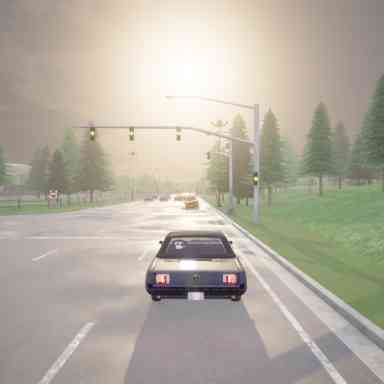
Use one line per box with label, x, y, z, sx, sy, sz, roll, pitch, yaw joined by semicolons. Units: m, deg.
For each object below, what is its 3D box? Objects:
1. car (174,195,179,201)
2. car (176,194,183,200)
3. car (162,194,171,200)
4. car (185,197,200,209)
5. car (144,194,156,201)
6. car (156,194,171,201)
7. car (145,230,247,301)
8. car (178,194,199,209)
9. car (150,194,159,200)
car;-3.343;1.545;80.967;1.994;1.385;4.181;0;0;0
car;-3.324;1.357;90.971;1.812;1.442;4.674;0;0;0
car;-6.824;1.372;90.977;2.033;1.411;5.357;0;0;0
car;0.092;1.591;49.921;2.033;1.411;5.357;0;2;0
car;-10.344;1.531;80.564;2.033;1.411;5.357;0;0;0
car;-6.844;1.531;80.557;2.033;1.411;5.357;0;0;0
car;0.095;1.601;8.256;1.895;1.301;4.718;0;0;0
car;-0.307;1.059;46.535;1.882;1.535;5.008;-11;16;-6
car;-10.324;1.332;90.984;1.837;1.490;4.892;0;0;0
